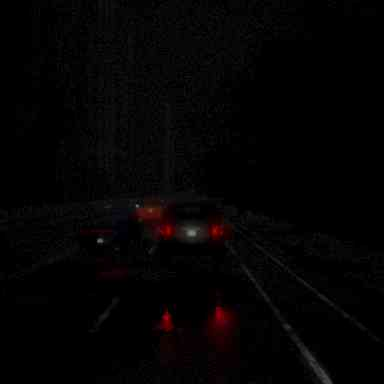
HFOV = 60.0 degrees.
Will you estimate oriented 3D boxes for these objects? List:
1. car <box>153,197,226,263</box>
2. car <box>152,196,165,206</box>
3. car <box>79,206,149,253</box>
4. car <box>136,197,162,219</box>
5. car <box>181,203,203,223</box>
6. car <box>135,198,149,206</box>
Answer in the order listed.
[{"bbox_3d":[0.004,1.325,12.556,2.150,2.045,5.566,0,0,0],"label":"car"},{"bbox_3d":[-6.552,1.708,65.625,2.097,1.767,4.553,0,0,0],"label":"car"},{"bbox_3d":[-3.233,1.589,14.254,1.882,1.535,5.008,0,0,0],"label":"car"},{"bbox_3d":[-3.245,1.539,28.410,2.097,1.767,4.553,0,0,0],"label":"car"},{"bbox_3d":[0.005,1.715,28.893,1.812,1.442,4.674,0,0,0],"label":"car"},{"bbox_3d":[-9.791,1.900,65.469,2.033,1.411,5.357,0,0,0],"label":"car"}]
